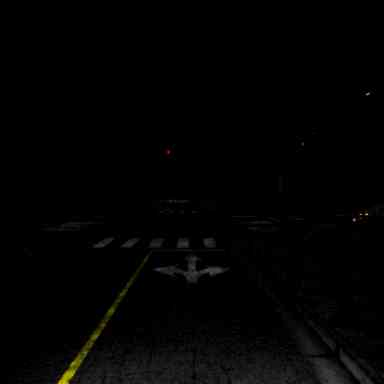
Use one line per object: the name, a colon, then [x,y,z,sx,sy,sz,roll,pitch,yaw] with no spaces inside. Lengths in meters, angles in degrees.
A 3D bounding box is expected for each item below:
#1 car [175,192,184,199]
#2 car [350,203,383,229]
car: [-2.887,0.734,77.963,2.097,1.767,4.553,0,0,0]
car: [11.871,1.409,19.642,4.674,1.442,1.812,0,0,0]
